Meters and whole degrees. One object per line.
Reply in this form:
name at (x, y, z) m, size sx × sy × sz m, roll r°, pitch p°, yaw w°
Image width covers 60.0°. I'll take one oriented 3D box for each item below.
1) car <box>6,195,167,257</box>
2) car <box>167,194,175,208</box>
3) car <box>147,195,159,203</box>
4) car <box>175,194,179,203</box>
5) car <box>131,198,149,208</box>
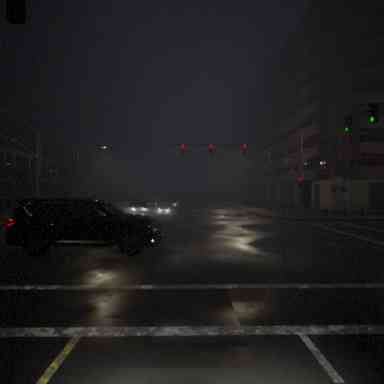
car at (-3.905, 1.245, 12.502) m, size 5.566 × 2.045 × 2.150 m, roll 0°, pitch 0°, yaw -1°
car at (-3.934, 1.387, 47.238) m, size 2.128 × 1.511 × 4.902 m, roll 0°, pitch 0°, yaw 0°
car at (-7.504, 1.383, 64.729) m, size 1.812 × 1.442 × 4.674 m, roll 0°, pitch 0°, yaw 0°
car at (-4.002, 1.458, 65.037) m, size 1.895 × 1.301 × 4.718 m, roll 0°, pitch 0°, yaw 0°
car at (-7.438, 1.496, 47.646) m, size 1.895 × 1.301 × 4.718 m, roll 0°, pitch 0°, yaw 0°
